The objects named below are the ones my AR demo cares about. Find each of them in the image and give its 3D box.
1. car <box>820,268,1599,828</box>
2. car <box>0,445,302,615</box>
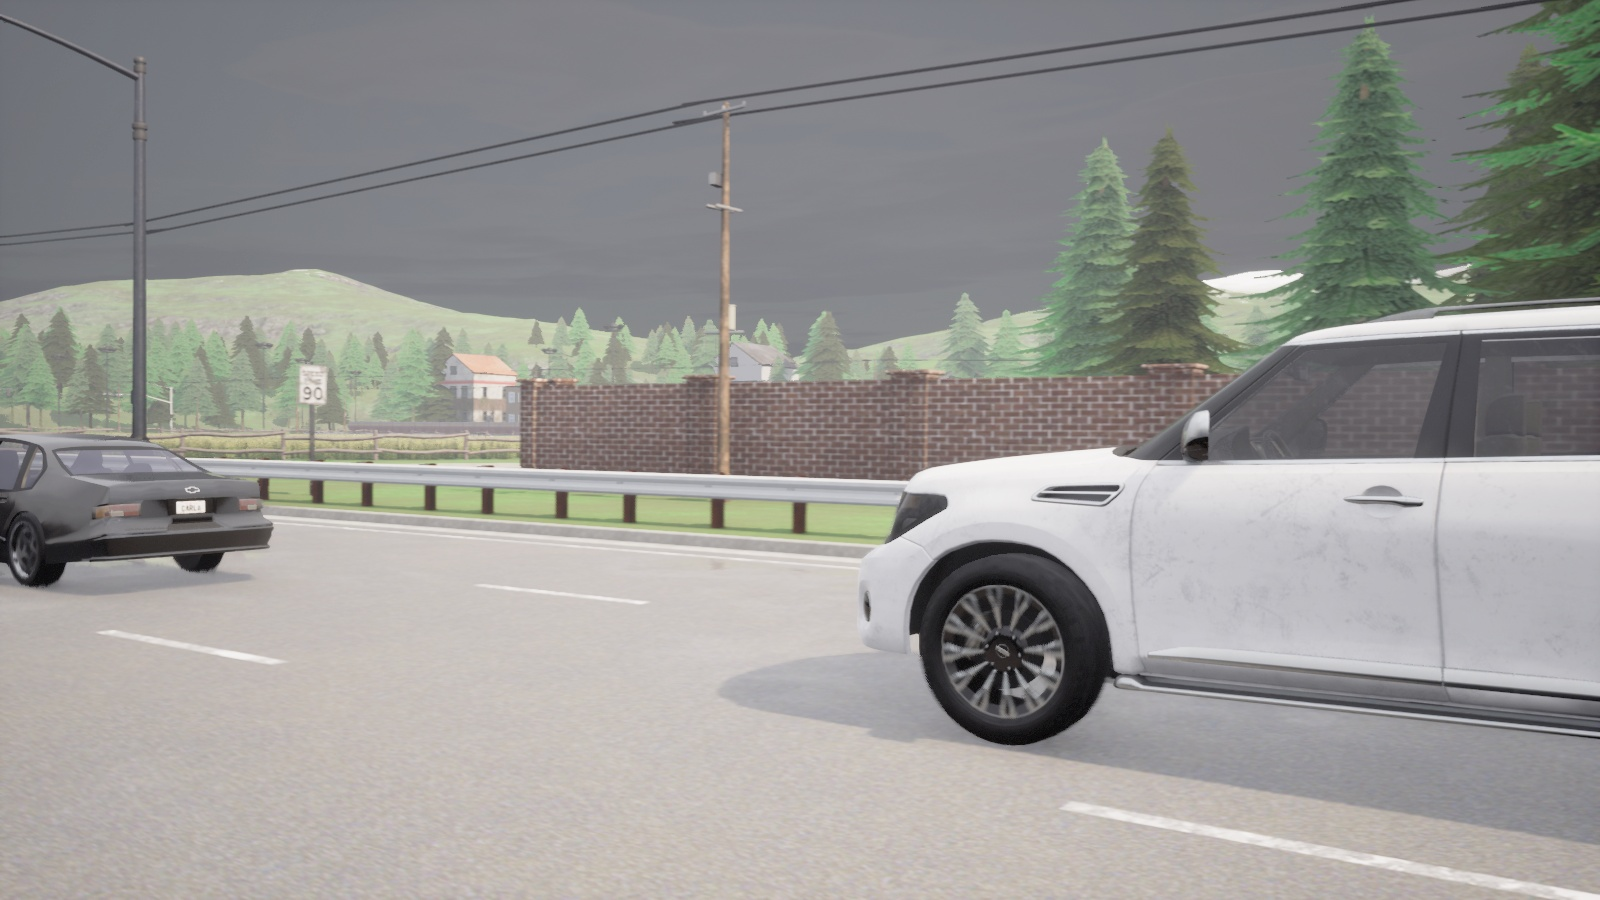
[{"bbox_3d":[3.025,0.344,5.810,5.566,2.045,2.150,0,1,34],"label":"car"},{"bbox_3d":[-7.680,0.672,12.928,5.357,1.411,2.033,0,1,34],"label":"car"}]
